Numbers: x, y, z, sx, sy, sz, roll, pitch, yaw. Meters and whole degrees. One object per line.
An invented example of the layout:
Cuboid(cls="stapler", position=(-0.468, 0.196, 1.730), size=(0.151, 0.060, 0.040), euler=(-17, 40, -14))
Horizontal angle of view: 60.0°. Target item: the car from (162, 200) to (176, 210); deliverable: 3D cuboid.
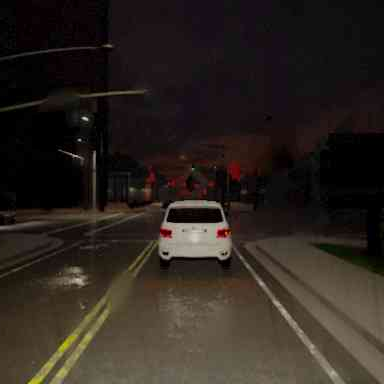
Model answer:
Cuboid(cls="car", position=(-3.572, 2.001, 52.083), size=(1.994, 1.385, 4.181), euler=(0, 0, 0))

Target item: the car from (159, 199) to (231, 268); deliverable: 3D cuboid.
Cuboid(cls="car", position=(0.150, 1.321, 11.770), size=(2.150, 2.045, 5.566), euler=(0, 0, 2))

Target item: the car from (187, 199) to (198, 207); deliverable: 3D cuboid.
Cuboid(cls="car", position=(0.119, 2.093, 63.124), size=(1.994, 1.385, 4.181), euler=(0, 0, 0))

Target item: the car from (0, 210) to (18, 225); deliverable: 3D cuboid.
Cuboid(cls="car", position=(-16.467, 1.858, 26.659), size=(4.674, 1.442, 1.812), euler=(-1, -1, 0))
